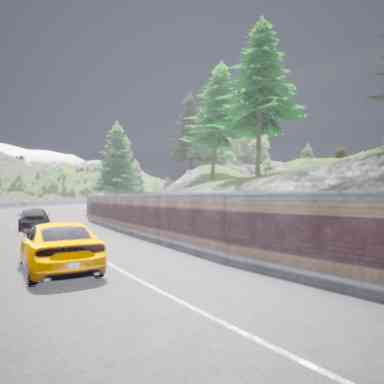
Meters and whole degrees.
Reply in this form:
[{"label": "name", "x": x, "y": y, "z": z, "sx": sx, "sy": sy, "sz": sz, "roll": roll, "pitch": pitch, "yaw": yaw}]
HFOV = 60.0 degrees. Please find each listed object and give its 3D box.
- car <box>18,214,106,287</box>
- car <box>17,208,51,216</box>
[{"label": "car", "x": -4.087, "y": 1.644, "z": 10.107, "sx": 1.882, "sy": 1.535, "sz": 5.008, "roll": 0, "pitch": -1, "yaw": -31}, {"label": "car", "x": -10.897, "y": 1.890, "z": 22.946, "sx": 1.837, "sy": 1.490, "sz": 4.892, "roll": 0, "pitch": -1, "yaw": -24}]
